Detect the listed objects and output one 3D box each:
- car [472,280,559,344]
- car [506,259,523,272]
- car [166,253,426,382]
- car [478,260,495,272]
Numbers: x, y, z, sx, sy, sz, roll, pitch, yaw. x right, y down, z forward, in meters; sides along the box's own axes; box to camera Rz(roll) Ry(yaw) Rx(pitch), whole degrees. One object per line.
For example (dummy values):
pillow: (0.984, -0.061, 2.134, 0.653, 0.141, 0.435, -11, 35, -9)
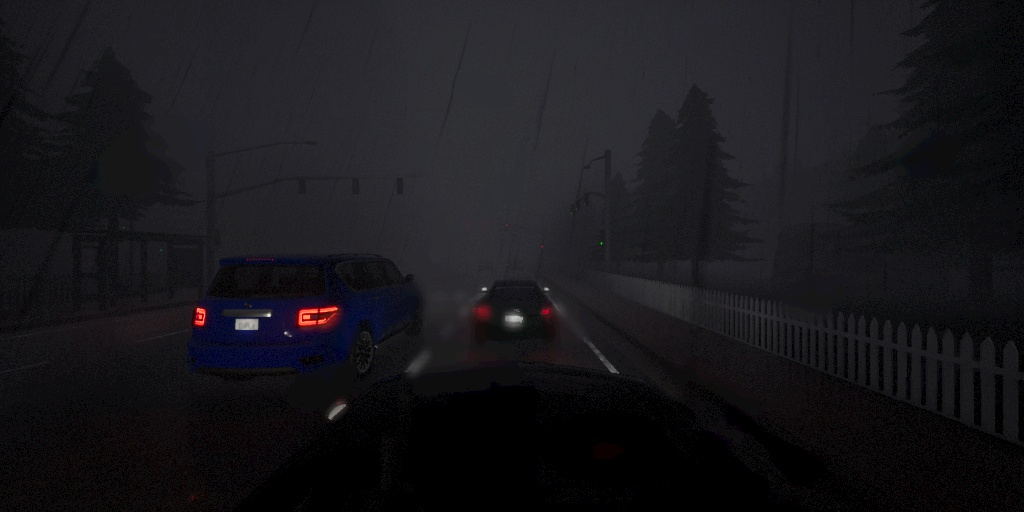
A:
car: (0.089, 1.314, 9.592, 1.994, 1.385, 4.181, 0, 0, 1)
car: (0.278, 1.102, 45.693, 2.097, 1.767, 4.553, 0, 0, 0)
car: (-3.404, 0.972, 7.312, 2.150, 2.045, 5.566, 0, 0, 0)
car: (-3.224, 1.242, 45.593, 2.128, 1.511, 4.902, 0, 0, 1)
